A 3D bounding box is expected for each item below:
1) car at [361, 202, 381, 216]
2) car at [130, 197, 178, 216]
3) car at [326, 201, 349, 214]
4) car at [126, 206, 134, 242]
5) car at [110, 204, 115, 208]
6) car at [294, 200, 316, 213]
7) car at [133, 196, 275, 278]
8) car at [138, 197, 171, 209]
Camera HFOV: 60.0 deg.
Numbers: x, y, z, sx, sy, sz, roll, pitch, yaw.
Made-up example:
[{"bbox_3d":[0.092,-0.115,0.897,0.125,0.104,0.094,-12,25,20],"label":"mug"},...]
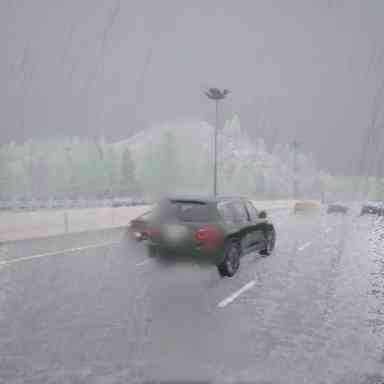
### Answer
[{"bbox_3d":[20.285,1.907,37.630,1.812,1.442,4.674,1,0,29],"label":"car"},{"bbox_3d":[-3.481,1.314,31.491,1.882,1.535,5.008,1,0,29],"label":"car"},{"bbox_3d":[17.306,1.852,39.484,1.812,1.442,4.674,1,0,29],"label":"car"},{"bbox_3d":[-0.884,1.411,14.329,1.812,1.442,4.674,1,0,29],"label":"car"},{"bbox_3d":[-6.238,1.312,33.729,1.812,1.442,4.674,1,0,29],"label":"car"},{"bbox_3d":[13.835,1.733,40.416,1.882,1.535,5.008,1,0,29],"label":"car"},{"bbox_3d":[0.894,1.152,10.346,2.150,2.045,5.566,1,0,29],"label":"car"},{"bbox_3d":[-4.802,1.390,43.356,1.812,1.442,4.674,1,0,29],"label":"car"}]
